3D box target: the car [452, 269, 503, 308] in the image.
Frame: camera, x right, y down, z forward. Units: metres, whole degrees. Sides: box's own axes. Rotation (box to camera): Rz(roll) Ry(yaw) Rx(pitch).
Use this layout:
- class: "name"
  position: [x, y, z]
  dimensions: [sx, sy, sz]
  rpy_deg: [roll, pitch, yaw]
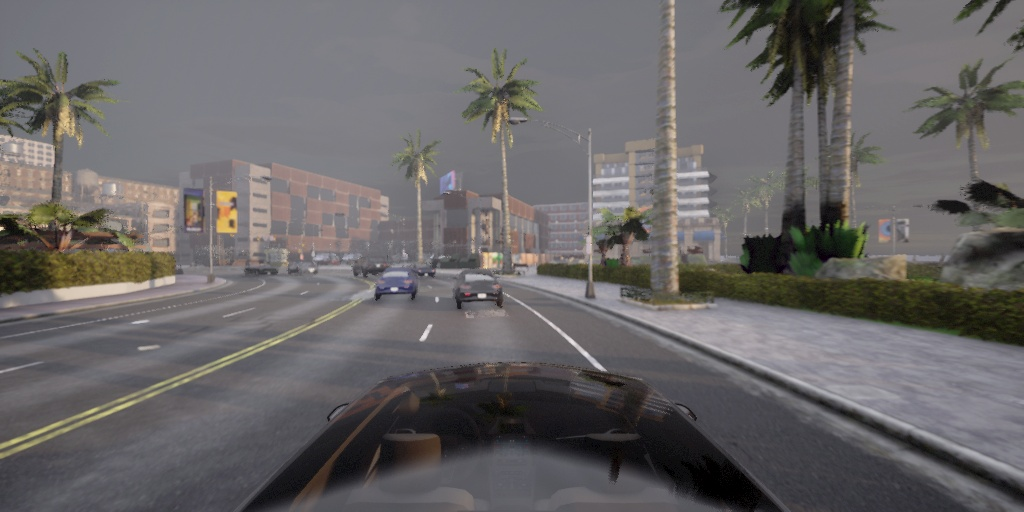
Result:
- class: "car"
  position: [-1.545, 1.293, 15.370]
  dimensions: [1.812, 1.442, 4.674]
  rpy_deg: [0, 0, -11]

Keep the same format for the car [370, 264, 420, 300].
- class: "car"
  position: [-5.748, 1.311, 18.072]
  dimensions: [1.812, 1.442, 4.674]
  rpy_deg: [0, 0, -14]

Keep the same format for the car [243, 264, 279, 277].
- class: "car"
  position: [-26.340, 1.474, 37.657]
  dimensions: [4.718, 1.301, 1.895]
  rpy_deg: [0, 0, 37]

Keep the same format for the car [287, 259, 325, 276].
- class: "car"
  position: [-23.002, 1.357, 39.393]
  dimensions: [4.902, 1.511, 2.128]
  rpy_deg: [-1, 0, 39]

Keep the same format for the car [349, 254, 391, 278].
- class: "car"
  position: [-14.191, 1.052, 35.719]
  dimensions: [2.150, 2.045, 5.566]
  rpy_deg: [0, 0, -37]

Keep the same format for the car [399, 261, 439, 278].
- class: "car"
  position: [-9.000, 1.412, 34.443]
  dimensions: [1.895, 1.301, 4.718]
  rpy_deg: [0, 0, -33]
